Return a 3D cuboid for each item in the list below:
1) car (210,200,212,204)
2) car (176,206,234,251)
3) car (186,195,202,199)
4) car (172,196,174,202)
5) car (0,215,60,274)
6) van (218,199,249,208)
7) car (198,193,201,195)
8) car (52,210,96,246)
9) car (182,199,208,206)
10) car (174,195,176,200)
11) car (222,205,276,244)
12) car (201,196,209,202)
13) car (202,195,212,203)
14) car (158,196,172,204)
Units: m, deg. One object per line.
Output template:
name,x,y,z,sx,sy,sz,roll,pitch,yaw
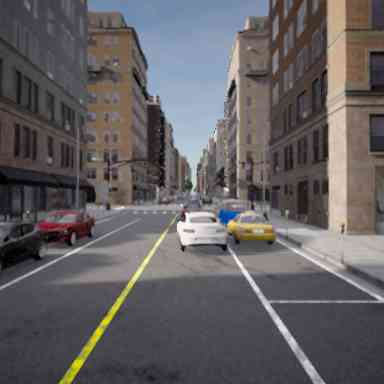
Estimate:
car,2.677,1.582,27.086,1.752,1.417,4.829,1,0,0
car,0.341,1.556,14.256,1.812,1.442,4.674,0,0,-4
car,0.313,1.641,56.583,1.812,1.442,4.674,0,0,1
car,-5.461,1.706,70.214,1.947,1.339,4.313,1,0,1
car,-5.850,1.588,9.900,1.947,1.339,4.313,1,0,0
van,2.679,1.386,21.243,1.690,1.788,3.998,1,0,0
car,3.347,1.743,92.231,1.947,1.339,4.313,1,0,1
car,-5.850,1.578,15.573,1.887,1.381,4.507,1,0,0
car,0.093,1.625,29.424,1.994,1.385,4.181,0,0,0
car,-5.390,1.701,75.743,2.008,1.369,4.403,1,0,1
car,2.677,1.559,15.739,1.752,1.417,4.829,1,0,0
car,3.206,1.703,81.171,1.887,1.381,4.507,1,0,1
car,2.993,1.695,64.580,1.947,1.339,4.313,1,0,1
car,-5.532,1.712,64.685,1.802,1.307,4.206,1,0,1
